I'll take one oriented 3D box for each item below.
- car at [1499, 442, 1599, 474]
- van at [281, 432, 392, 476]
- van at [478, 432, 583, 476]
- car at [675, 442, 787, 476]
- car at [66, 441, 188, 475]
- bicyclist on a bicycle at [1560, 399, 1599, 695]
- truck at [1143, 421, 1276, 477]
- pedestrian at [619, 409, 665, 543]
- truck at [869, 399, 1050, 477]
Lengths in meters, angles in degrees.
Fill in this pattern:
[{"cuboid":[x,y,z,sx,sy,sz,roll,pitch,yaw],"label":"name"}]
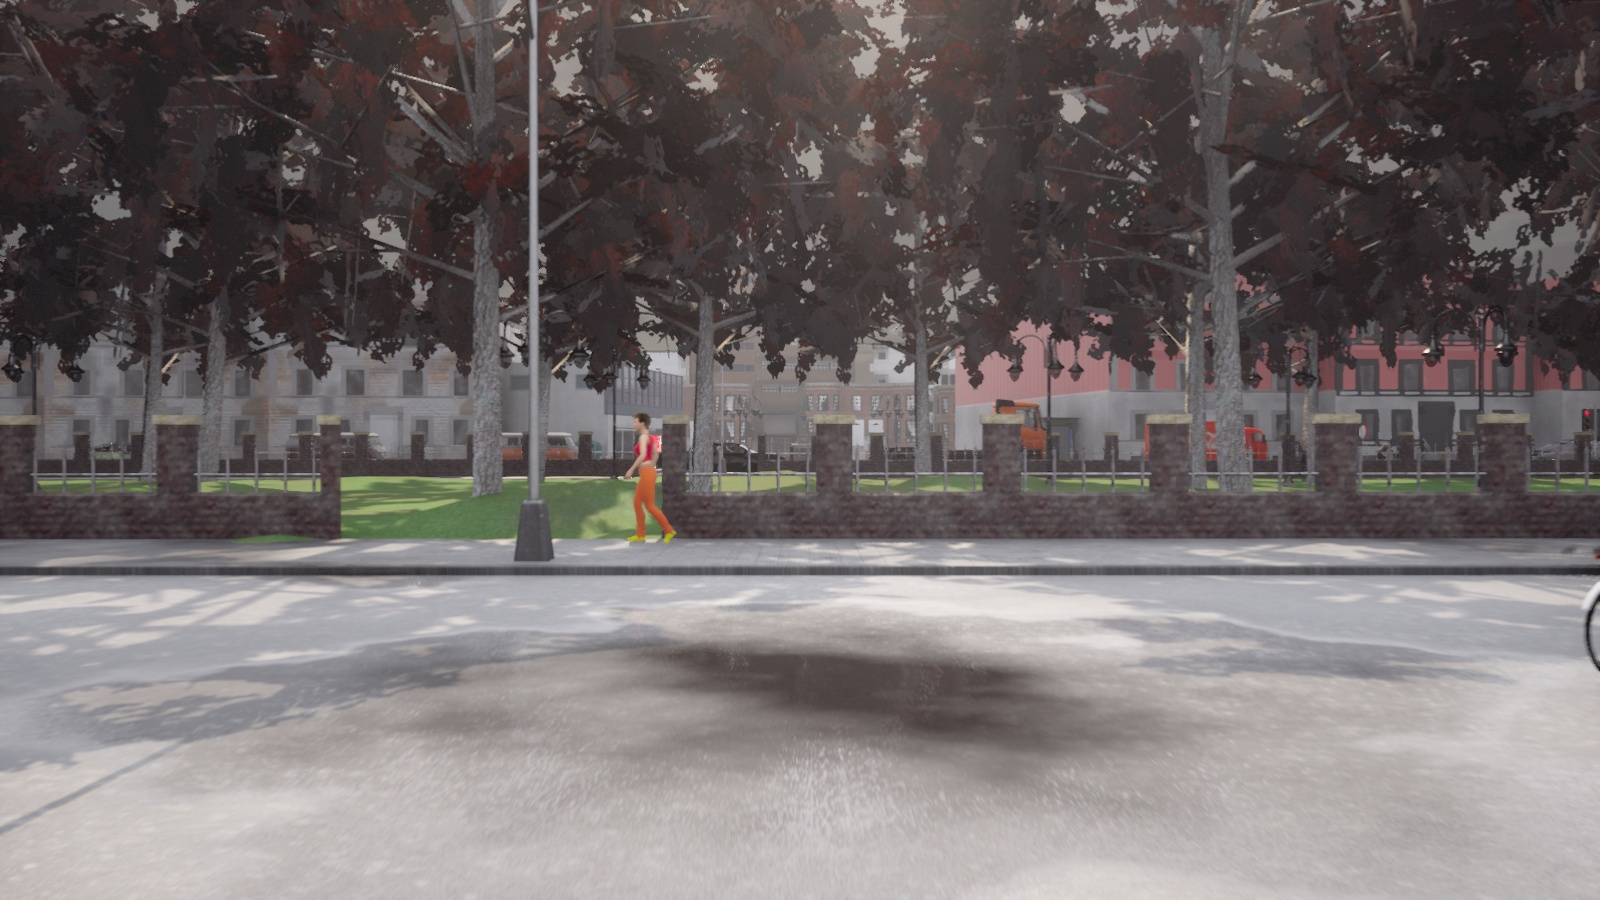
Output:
[{"cuboid":[37.090,0.383,61.137,4.902,1.511,2.128,0,0,3],"label":"car"},{"cuboid":[-21.172,0.162,57.439,4.442,1.987,1.775,0,0,0],"label":"van"},{"cuboid":[-12.283,0.168,57.398,4.442,1.987,1.775,0,0,0],"label":"van"},{"cuboid":[-3.103,0.399,57.350,5.008,1.535,1.882,0,0,0],"label":"car"},{"cuboid":[-30.741,0.349,57.479,4.514,1.525,2.007,0,0,0],"label":"car"},{"cuboid":[5.705,0.578,7.627,1.843,1.776,0.659,0,2,-9],"label":"bicyclist on a bicycle"},{"cuboid":[18.577,-0.050,57.228,5.204,2.467,2.627,0,0,0],"label":"truck"},{"cuboid":[-2.181,0.357,17.411,0.594,1.836,0.345,0,0,0],"label":"pedestrian"},{"cuboid":[7.167,-0.553,57.288,7.936,3.462,2.891,0,0,0],"label":"truck"}]
